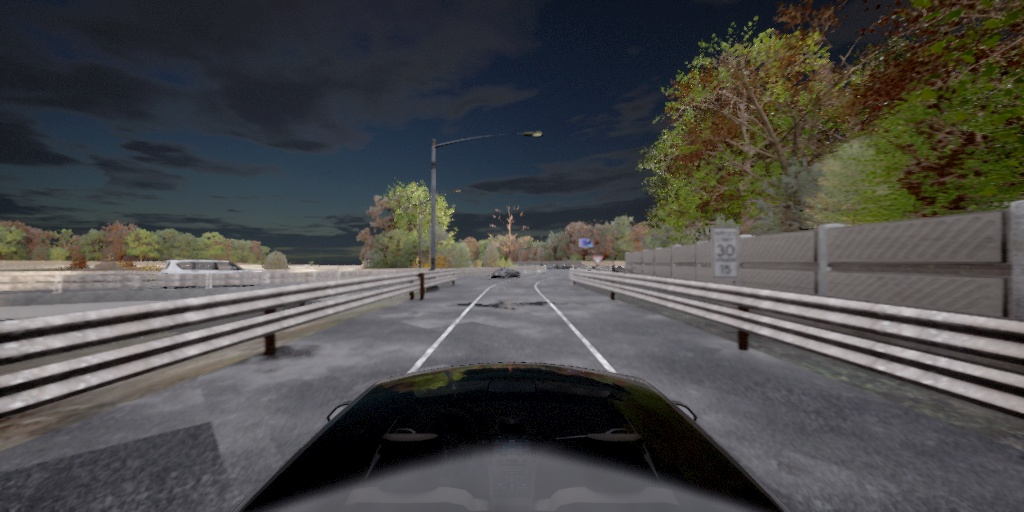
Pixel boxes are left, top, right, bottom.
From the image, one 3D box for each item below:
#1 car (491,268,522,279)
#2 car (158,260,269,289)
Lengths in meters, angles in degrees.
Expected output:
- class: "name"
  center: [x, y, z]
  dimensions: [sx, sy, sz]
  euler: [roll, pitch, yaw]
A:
- class: "car"
  center: [-0.613, 2.101, 43.431]
  dimensions: [1.994, 1.385, 4.181]
  euler: [-1, -2, 36]
- class: "car"
  center: [-19.222, 1.271, 23.421]
  dimensions: [5.566, 2.045, 2.150]
  euler: [1, -2, -41]
